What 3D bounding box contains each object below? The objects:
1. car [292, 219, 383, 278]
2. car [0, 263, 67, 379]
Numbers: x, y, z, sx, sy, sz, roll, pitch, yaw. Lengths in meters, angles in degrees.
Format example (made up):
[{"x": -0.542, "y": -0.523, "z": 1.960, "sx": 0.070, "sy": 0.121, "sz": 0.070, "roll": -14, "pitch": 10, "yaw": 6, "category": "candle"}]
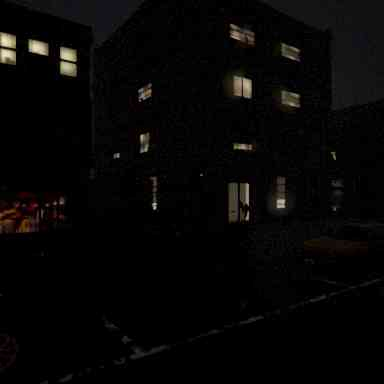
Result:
[{"x": 5.056, "y": 1.526, "z": 10.177, "sx": 4.829, "sy": 1.417, "sz": 1.752, "roll": 0, "pitch": 0, "yaw": -36, "category": "car"}, {"x": -3.795, "y": 1.551, "z": 3.854, "sx": 4.403, "sy": 1.369, "sz": 2.008, "roll": 0, "pitch": 0, "yaw": -36, "category": "car"}]
